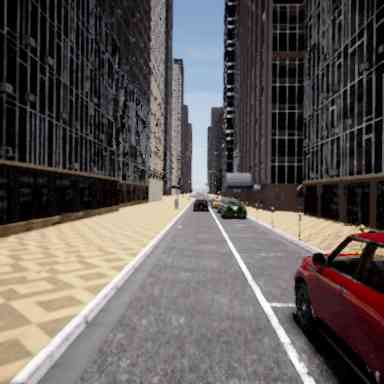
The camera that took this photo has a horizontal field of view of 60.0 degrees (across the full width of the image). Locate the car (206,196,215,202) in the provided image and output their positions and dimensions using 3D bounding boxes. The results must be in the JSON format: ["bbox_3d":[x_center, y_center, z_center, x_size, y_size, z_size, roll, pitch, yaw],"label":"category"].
[{"bbox_3d":[4.821,1.764,86.877,2.008,1.369,4.403,1,0,2],"label":"car"}]

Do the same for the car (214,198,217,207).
[{"bbox_3d":[3.925,1.473,37.576,2.097,1.767,4.553,1,0,2],"label":"car"}]

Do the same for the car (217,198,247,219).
[{"bbox_3d":[3.738,1.458,30.579,2.097,1.767,4.553,1,0,2],"label":"car"}]

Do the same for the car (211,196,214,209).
[{"bbox_3d":[3.784,1.663,48.201,1.752,1.417,4.829,1,0,2],"label":"car"}]

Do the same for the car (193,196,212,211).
[{"bbox_3d":[1.140,1.572,41.802,1.882,1.535,5.008,1,0,2],"label":"car"}]

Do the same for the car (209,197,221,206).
[{"bbox_3d":[4.077,1.705,59.130,1.887,1.381,4.507,1,0,2],"label":"car"}]

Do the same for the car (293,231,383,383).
[{"bbox_3d":[2.727,1.356,3.867,2.192,1.841,5.009,1,0,2],"label":"car"}]

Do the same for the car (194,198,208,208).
[{"bbox_3d":[1.366,1.678,50.846,1.994,1.385,4.181,1,0,2],"label":"car"}]

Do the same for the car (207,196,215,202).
[{"bbox_3d":[4.678,1.729,81.497,1.752,1.417,4.829,1,0,2],"label":"car"}]
